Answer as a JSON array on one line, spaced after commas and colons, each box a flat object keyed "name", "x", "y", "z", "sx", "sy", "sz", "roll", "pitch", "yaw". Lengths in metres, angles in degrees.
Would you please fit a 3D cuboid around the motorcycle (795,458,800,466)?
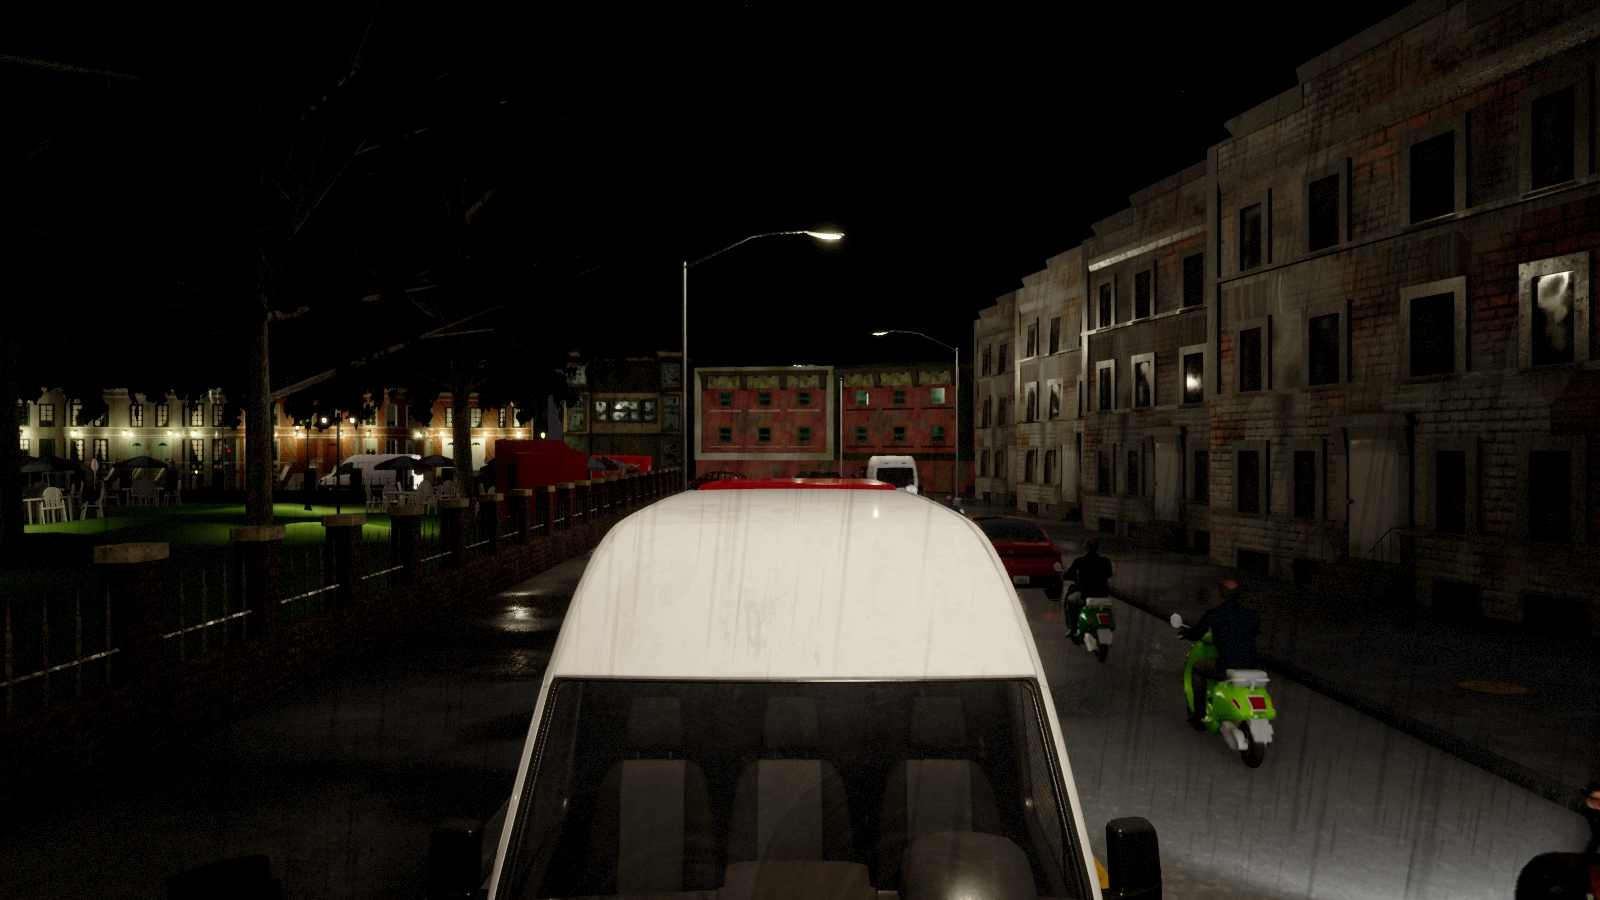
[{"name": "motorcycle", "x": -0.384, "y": 1.962, "z": 183.190, "sx": 0.856, "sy": 1.236, "sz": 1.805, "roll": 0, "pitch": 0, "yaw": 0}]

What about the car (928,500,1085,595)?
[{"name": "car", "x": 3.935, "y": 1.841, "z": 22.734, "sx": 2.231, "sy": 1.480, "sz": 4.892, "roll": 0, "pitch": 0, "yaw": 0}]

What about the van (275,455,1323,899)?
[{"name": "van", "x": -0.006, "y": 1.314, "z": 5.127, "sx": 1.988, "sy": 2.561, "sz": 5.915, "roll": 0, "pitch": 0, "yaw": 0}]
